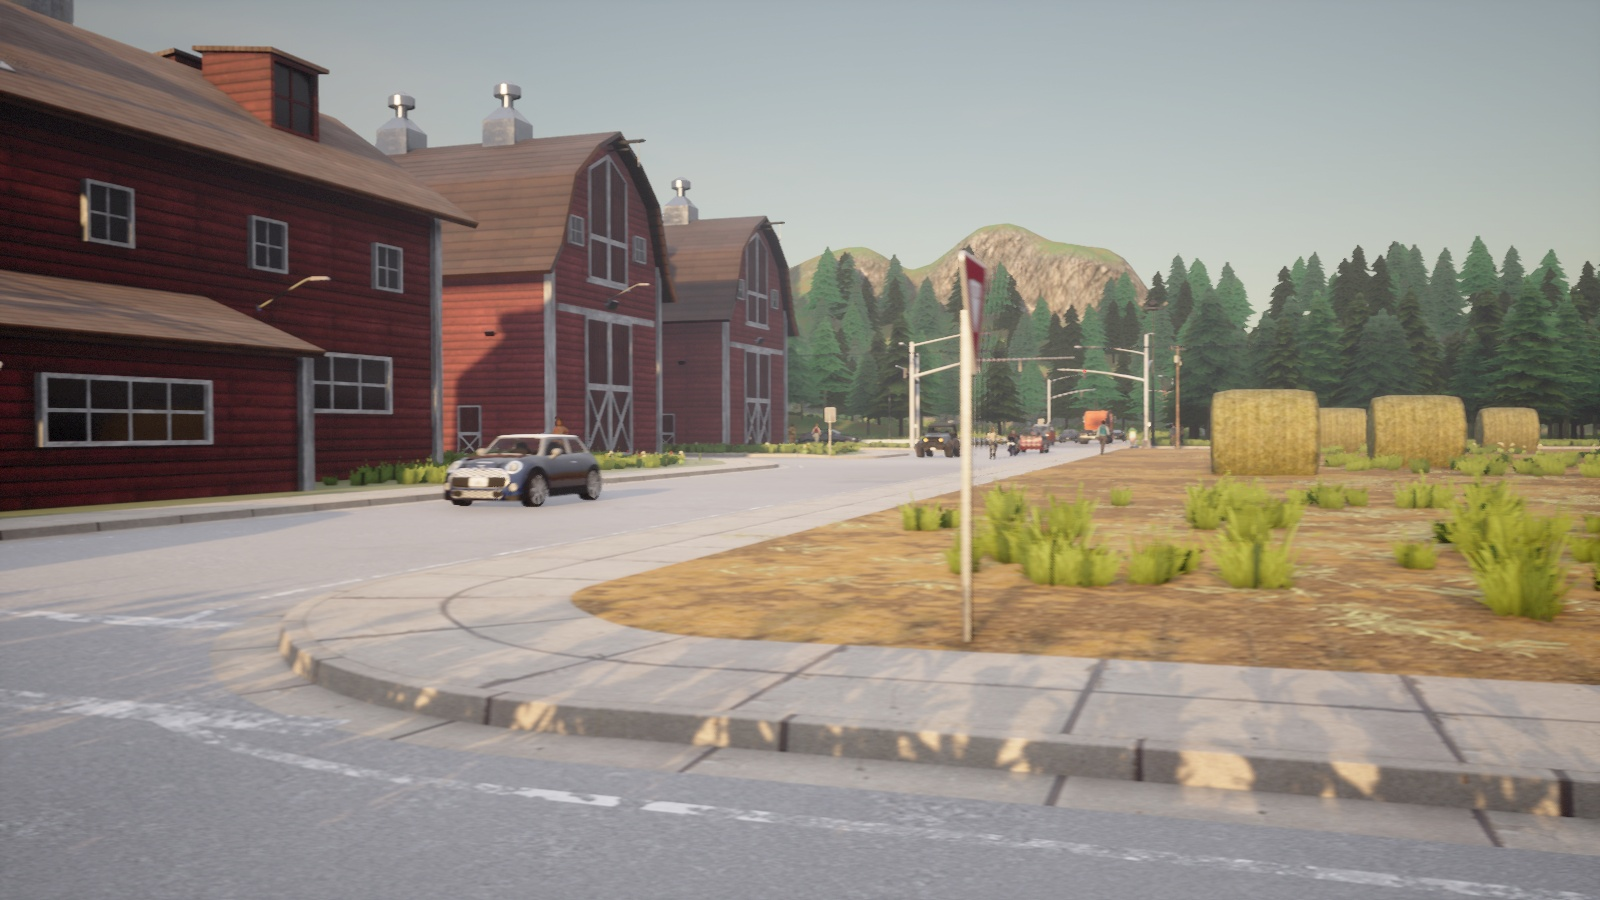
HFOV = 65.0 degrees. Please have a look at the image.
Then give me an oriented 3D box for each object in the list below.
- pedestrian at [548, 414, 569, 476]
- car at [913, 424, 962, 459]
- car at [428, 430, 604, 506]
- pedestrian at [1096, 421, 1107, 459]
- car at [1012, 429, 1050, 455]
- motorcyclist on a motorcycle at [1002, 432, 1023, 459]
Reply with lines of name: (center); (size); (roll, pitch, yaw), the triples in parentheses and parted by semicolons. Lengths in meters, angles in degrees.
pedestrian: (-7.098, -0.161, 36.932); (0.328, 1.805, 0.869); (0, 1, 9)
car: (7.534, -0.473, 68.507); (1.905, 1.878, 3.866); (1, 1, 18)
car: (-5.894, 0.318, 26.531); (1.970, 1.475, 3.806); (1, 1, 18)
pedestrian: (15.619, -0.525, 64.983); (0.396, 1.930, 0.692); (1, 1, 27)
car: (14.604, -0.518, 79.123); (1.851, 1.617, 3.988); (1, 1, 18)
motorcyclist on a motorcycle: (12.010, -0.258, 71.021); (0.866, 1.530, 2.191); (1, 1, 18)
